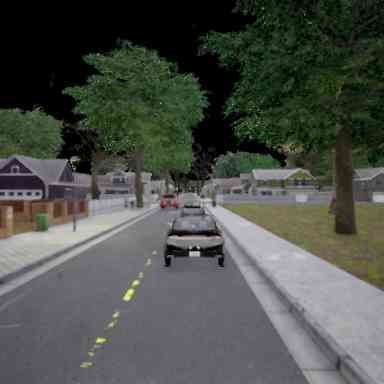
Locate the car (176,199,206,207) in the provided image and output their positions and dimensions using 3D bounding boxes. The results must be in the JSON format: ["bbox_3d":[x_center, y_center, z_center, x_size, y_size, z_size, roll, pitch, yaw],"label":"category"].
[{"bbox_3d":[0.080,1.468,27.186,2.128,1.511,4.902,0,0,0],"label":"car"}]

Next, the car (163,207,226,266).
[{"bbox_3d":[0.081,1.482,11.525,2.128,1.511,4.902,0,0,0],"label":"car"}]

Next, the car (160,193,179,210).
[{"bbox_3d":[-2.843,1.182,42.815,2.150,2.045,5.566,0,0,0],"label":"car"}]
